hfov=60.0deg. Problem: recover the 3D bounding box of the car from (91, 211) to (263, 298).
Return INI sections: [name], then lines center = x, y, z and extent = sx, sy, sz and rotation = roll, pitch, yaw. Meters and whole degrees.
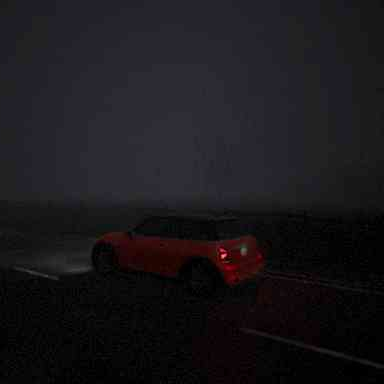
[car]
center = -0.566, 1.329, 8.693
extent = 4.553, 1.767, 2.097
rotation = 1, 0, 36
